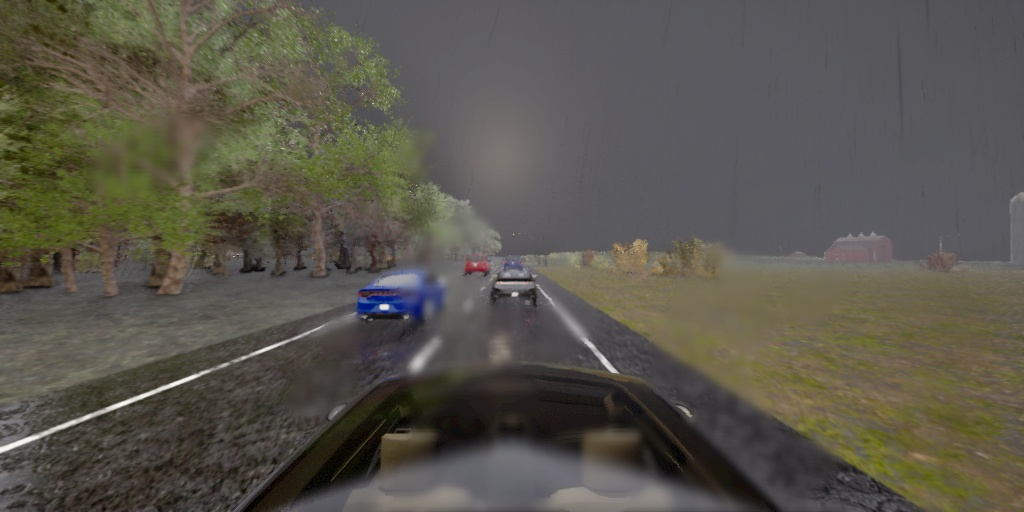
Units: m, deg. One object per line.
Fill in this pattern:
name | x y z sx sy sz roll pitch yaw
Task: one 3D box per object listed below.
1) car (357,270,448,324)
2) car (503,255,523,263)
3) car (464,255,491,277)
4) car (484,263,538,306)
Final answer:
car | -3.398 1.219 12.028 1.882 1.535 5.008 0 0 0
car | 0.106 0.928 42.490 2.150 2.045 5.566 0 0 0
car | -3.394 0.937 35.669 2.150 2.045 5.566 0 0 0
car | 0.103 1.230 15.778 2.128 1.511 4.902 0 0 0
